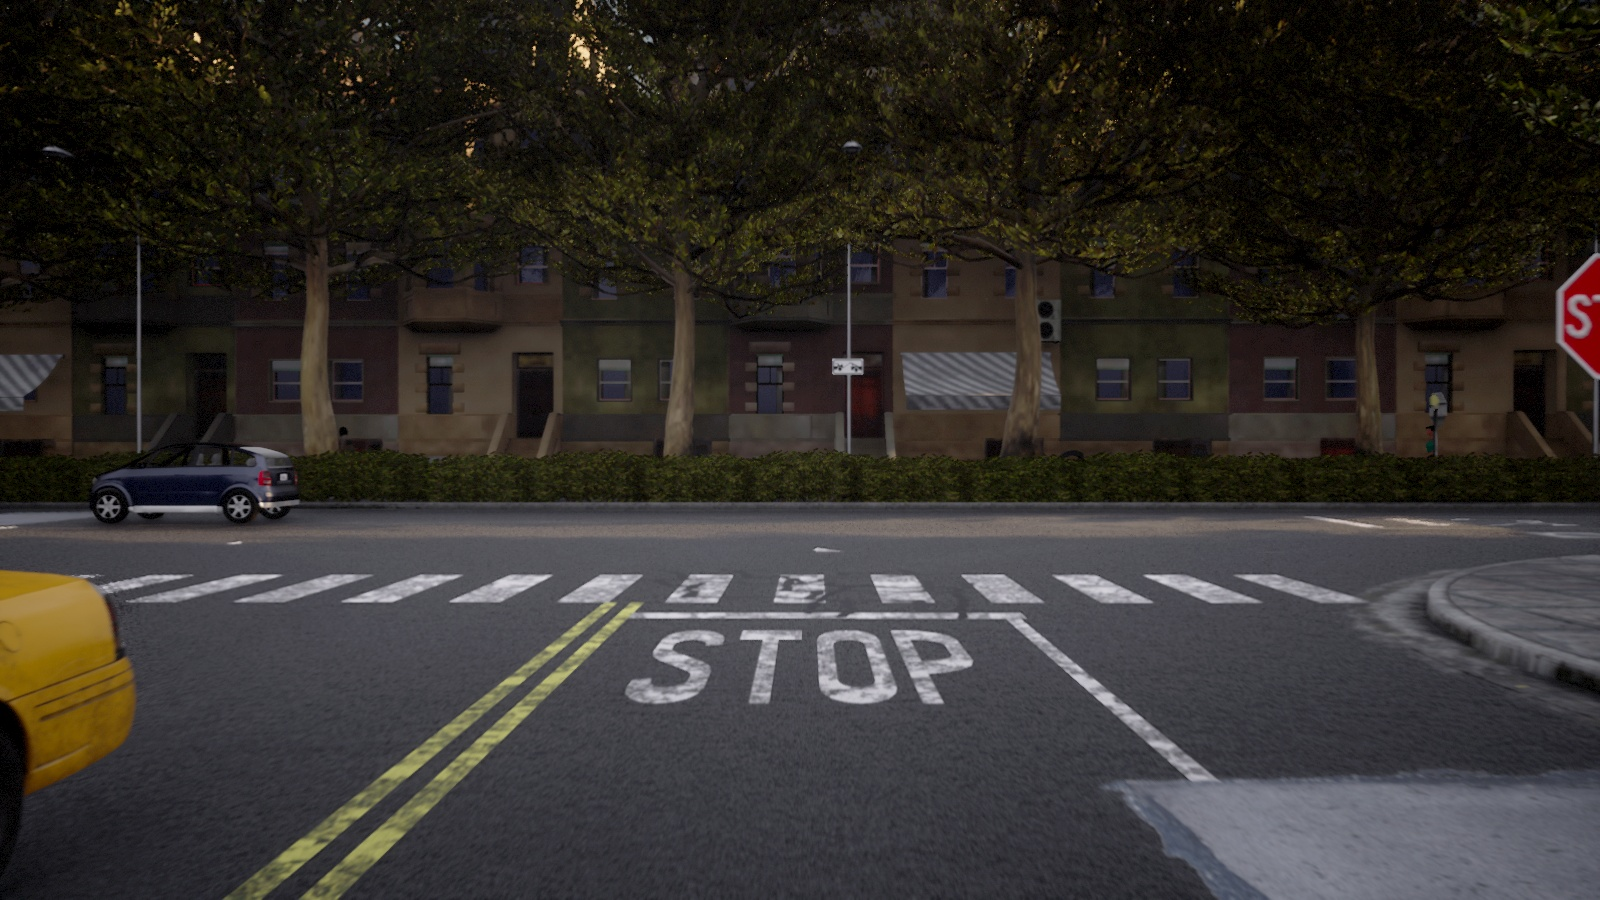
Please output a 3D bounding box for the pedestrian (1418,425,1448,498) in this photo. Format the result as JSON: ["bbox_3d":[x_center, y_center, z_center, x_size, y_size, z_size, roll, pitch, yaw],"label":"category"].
[{"bbox_3d":[16.161,0.290,32.087,0.594,1.836,0.345,0,0,3],"label":"pedestrian"}]

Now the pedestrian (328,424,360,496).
[{"bbox_3d":[-12.208,0.261,33.634,0.692,1.930,0.396,0,0,15],"label":"pedestrian"}]

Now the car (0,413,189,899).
[{"bbox_3d":[-3.470,0.673,2.569,1.801,1.575,5.366,0,0,0],"label":"car"}]

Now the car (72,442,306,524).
[{"bbox_3d":[-11.879,0.619,24.579,3.705,1.549,1.789,0,0,1],"label":"car"}]
